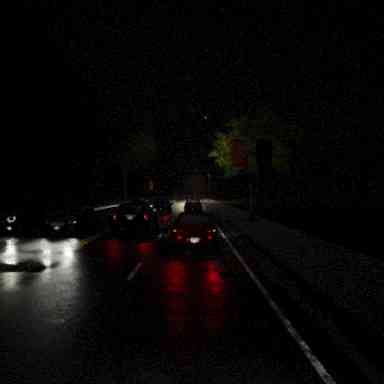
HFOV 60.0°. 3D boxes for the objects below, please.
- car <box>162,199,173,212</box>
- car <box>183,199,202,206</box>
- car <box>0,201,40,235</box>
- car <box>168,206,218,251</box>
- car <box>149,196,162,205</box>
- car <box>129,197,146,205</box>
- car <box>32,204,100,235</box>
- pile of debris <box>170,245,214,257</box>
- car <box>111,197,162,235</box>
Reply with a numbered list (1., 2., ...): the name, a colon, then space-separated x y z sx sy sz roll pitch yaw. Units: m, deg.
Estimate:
1. car: -3.153 1.503 35.949 2.128 1.511 4.902 0 0 0
2. car: 0.098 1.503 35.988 2.128 1.511 4.902 0 0 0
3. car: -9.850 1.353 18.586 2.097 1.767 4.553 0 0 0
4. car: 0.090 1.525 14.068 1.812 1.442 4.674 0 0 0
5. car: -6.552 1.556 59.916 1.812 1.442 4.674 0 0 1
6. car: -9.790 1.578 59.904 2.033 1.411 5.357 0 0 1
7. car: -6.601 1.493 18.670 2.128 1.511 4.902 0 0 0
8. pile of debris: -0.001 2.176 12.341 1.500 0.140 1.860 0 0 0
9. car: -3.152 1.353 19.091 2.097 1.767 4.553 0 0 0
